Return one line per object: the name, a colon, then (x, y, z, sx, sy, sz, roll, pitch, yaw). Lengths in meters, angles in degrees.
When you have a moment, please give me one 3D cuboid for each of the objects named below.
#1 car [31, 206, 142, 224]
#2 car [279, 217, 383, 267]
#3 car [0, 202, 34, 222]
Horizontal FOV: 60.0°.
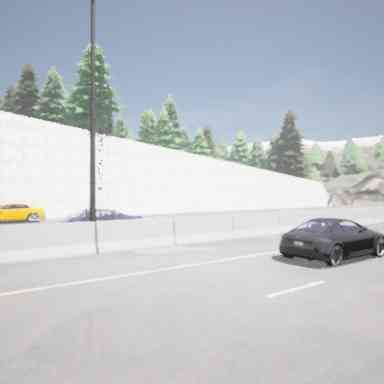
car: (-5.205, 1.575, 17.483, 5.357, 1.411, 2.033, 0, 0, -36)
car: (4.976, 1.588, 11.614, 4.181, 1.385, 1.994, 0, 0, -36)
car: (-13.447, 1.511, 24.495, 5.008, 1.535, 1.882, 0, 0, -36)
